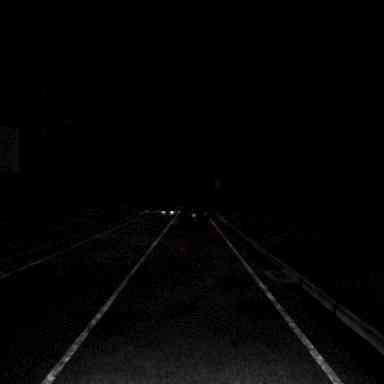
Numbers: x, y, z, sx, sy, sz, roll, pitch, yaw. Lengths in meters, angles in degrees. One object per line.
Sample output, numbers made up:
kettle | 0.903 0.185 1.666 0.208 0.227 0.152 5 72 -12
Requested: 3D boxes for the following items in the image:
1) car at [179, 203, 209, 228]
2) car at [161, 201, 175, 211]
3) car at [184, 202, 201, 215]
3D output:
car | 0.110 1.633 24.468 2.097 1.767 4.553 0 -1 0
car | -3.586 2.123 50.449 2.033 1.411 5.357 0 -1 0
car | 0.109 2.035 41.248 1.994 1.385 4.181 0 -1 0
